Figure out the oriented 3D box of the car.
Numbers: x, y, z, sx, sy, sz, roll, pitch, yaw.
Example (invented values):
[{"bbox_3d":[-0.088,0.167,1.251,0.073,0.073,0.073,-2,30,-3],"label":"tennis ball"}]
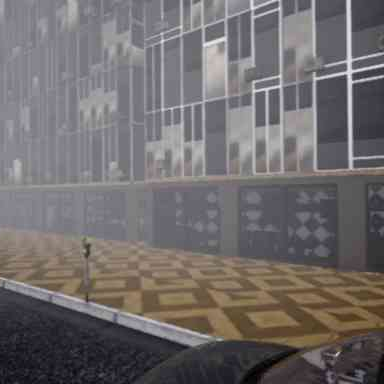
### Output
[{"bbox_3d":[1.379,1.548,1.736,4.403,1.369,2.008,-1,0,35],"label":"car"}]
